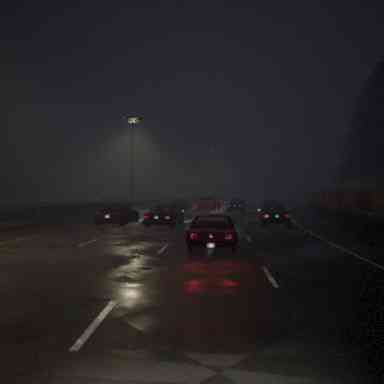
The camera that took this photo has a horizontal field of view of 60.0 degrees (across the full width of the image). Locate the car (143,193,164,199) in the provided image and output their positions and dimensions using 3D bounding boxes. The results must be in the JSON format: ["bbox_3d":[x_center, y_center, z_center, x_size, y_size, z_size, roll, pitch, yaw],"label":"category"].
[{"bbox_3d":[-6.299,1.340,58.881,1.837,1.490,4.892,0,0,21],"label":"car"}]

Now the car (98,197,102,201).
[{"bbox_3d":[-15.836,1.269,63.302,1.882,1.535,5.008,0,0,21],"label":"car"}]

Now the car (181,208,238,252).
[{"bbox_3d":[0.885,1.570,13.830,1.895,1.301,4.718,0,0,6],"label":"car"}]

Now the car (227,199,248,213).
[{"bbox_3d":[5.043,1.476,36.807,2.033,1.411,5.357,0,0,15],"label":"car"}]

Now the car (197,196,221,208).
[{"bbox_3d":[2.047,1.265,38.972,2.097,1.767,4.553,0,0,15],"label":"car"}]

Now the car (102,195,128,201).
[{"bbox_3d":[-13.435,1.286,59.760,1.882,1.535,5.008,0,0,21],"label":"car"}]

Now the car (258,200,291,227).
[{"bbox_3d":[5.586,1.512,22.696,2.033,1.411,5.357,0,0,9],"label":"car"}]

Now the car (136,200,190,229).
[{"bbox_3d":[-1.687,1.489,21.454,2.033,1.411,5.357,0,0,8],"label":"car"}]

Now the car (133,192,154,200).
[{"bbox_3d":[-8.839,1.042,61.995,2.150,2.045,5.566,0,0,22],"label":"car"}]

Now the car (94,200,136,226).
[{"bbox_3d":[-4.989,1.492,22.720,1.994,1.385,4.181,0,0,9],"label":"car"}]

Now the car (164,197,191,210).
[{"bbox_3d":[-1.429,1.463,39.493,1.994,1.385,4.181,0,0,15],"label":"car"}]
